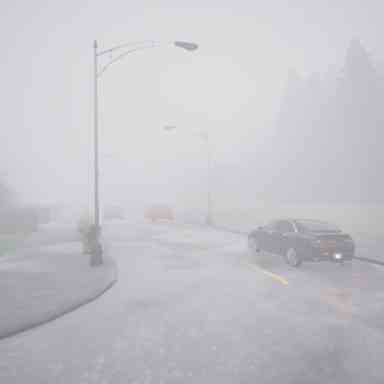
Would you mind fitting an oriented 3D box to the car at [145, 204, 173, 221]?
[{"bbox_3d":[-3.468,1.990,33.912,2.097,1.767,4.553,0,-1,-18],"label":"car"}]

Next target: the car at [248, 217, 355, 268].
[{"bbox_3d":[3.688,1.673,12.140,1.837,1.490,4.892,1,-1,-15],"label":"car"}]

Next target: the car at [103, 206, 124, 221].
[{"bbox_3d":[-8.440,2.239,35.600,1.837,1.490,4.892,0,-1,-18],"label":"car"}]
